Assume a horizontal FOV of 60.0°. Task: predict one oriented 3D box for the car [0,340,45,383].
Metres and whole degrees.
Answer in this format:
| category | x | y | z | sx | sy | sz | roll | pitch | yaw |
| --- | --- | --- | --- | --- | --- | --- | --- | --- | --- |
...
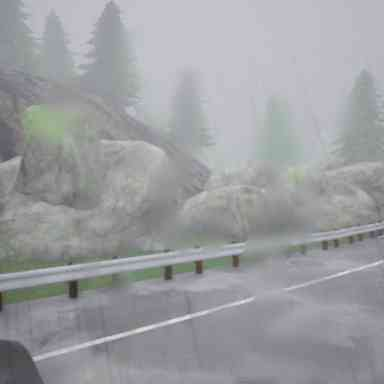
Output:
| category | x | y | z | sx | sy | sz | roll | pitch | yaw |
| --- | --- | --- | --- | --- | --- | --- | --- | --- | --- |
| car | -3.409 | 1.552 | 1.350 | 5.357 | 1.411 | 2.033 | 0 | 0 | -35 |
